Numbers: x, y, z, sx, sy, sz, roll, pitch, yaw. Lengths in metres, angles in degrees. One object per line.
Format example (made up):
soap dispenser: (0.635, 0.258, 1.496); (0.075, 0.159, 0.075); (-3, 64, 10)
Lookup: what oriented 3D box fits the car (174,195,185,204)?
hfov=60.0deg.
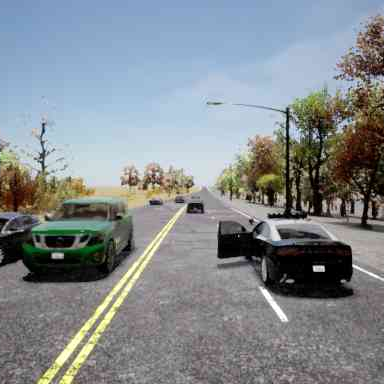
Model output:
car: (-2.372, 1.423, 63.182); (1.837, 1.490, 4.892); (0, 0, 2)

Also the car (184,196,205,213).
car: (0.397, 1.474, 37.338); (1.837, 1.490, 4.892); (0, 0, 1)

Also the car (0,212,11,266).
car: (-6.571, 1.500, 11.202); (1.837, 1.490, 4.892); (0, 0, 0)

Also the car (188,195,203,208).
car: (0.569, 1.302, 48.213); (2.097, 1.767, 4.553); (0, 0, 2)

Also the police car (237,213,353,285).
police car: (2.695, 1.421, 9.623); (1.930, 1.638, 5.238); (0, 0, 0)

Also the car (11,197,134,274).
car: (-3.311, 1.217, 10.943); (2.150, 2.045, 5.566); (0, 0, 0)

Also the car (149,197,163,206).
car: (-5.903, 1.537, 54.381); (1.895, 1.301, 4.718); (0, 0, 2)
